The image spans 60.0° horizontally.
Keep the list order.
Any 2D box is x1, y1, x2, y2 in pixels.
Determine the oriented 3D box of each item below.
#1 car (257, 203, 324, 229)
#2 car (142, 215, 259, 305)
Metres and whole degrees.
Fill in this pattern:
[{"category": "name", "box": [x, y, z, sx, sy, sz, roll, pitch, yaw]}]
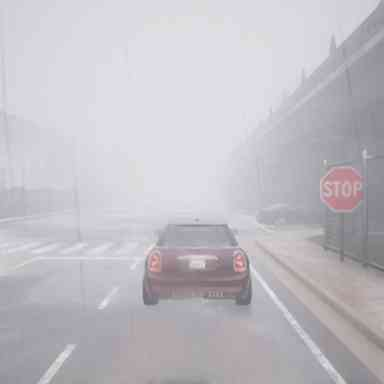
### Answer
[{"category": "car", "box": [6.664, 1.455, 21.250, 5.008, 1.535, 1.882, 0, -1, -7]}, {"category": "car", "box": [0.100, 1.343, 8.216, 2.097, 1.767, 4.553, 0, 0, 0]}]
